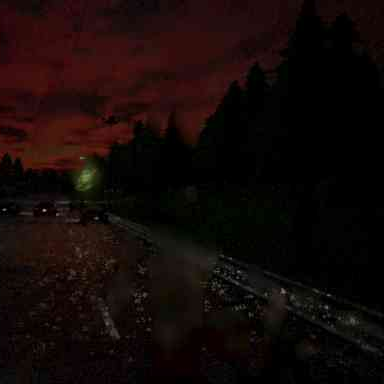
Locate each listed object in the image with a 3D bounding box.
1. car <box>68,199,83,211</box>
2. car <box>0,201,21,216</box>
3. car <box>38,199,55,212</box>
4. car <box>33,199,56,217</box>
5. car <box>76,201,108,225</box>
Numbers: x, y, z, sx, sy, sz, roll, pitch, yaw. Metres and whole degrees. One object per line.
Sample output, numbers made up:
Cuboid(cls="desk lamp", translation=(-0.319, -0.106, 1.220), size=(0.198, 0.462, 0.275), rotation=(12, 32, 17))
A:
Cuboid(cls="car", translation=(-15.047, 1.698, 43.443), size=(2.128, 1.511, 4.902), rotation=(1, -1, -22))
Cuboid(cls="car", translation=(-18.408, 1.615, 33.246), size=(1.994, 1.385, 4.181), rotation=(1, 0, -22))
Cuboid(cls="car", translation=(-18.432, 1.666, 42.315), size=(1.812, 1.442, 4.674), rotation=(1, 0, -22))
Cuboid(cls="car", translation=(-14.266, 1.671, 32.362), size=(1.994, 1.385, 4.181), rotation=(1, -1, -22))
Cuboid(cls="car", translation=(-7.578, 1.669, 25.454), size=(1.812, 1.442, 4.674), rotation=(1, -1, -23))
